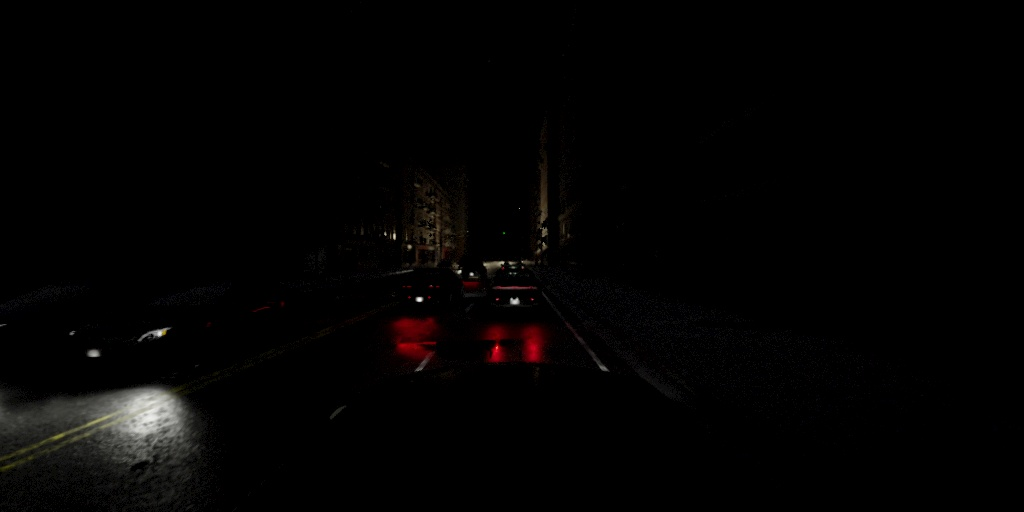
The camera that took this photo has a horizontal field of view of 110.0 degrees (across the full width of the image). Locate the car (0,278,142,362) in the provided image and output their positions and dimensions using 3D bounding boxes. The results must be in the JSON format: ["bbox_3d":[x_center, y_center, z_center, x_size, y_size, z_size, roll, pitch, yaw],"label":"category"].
[{"bbox_3d":[-9.855,1.263,8.287,1.812,1.442,4.674,0,0,0],"label":"car"}]

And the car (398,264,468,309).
[{"bbox_3d":[-3.158,1.227,14.666,1.837,1.490,4.892,0,0,0],"label":"car"}]

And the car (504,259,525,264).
[{"bbox_3d":[0.082,1.034,30.191,2.097,1.767,4.553,0,0,0],"label":"car"}]

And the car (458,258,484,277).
[{"bbox_3d":[-3.168,1.184,30.618,1.837,1.490,4.892,0,0,0],"label":"car"}]

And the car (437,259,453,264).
[{"bbox_3d":[-9.781,1.148,52.311,1.812,1.442,4.674,0,0,0],"label":"car"}]

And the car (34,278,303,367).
[{"bbox_3d":[-6.604,1.263,7.995,1.812,1.442,4.674,0,0,0],"label":"car"}]

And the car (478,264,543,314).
[{"bbox_3d":[0.091,1.216,13.616,2.128,1.511,4.902,0,0,0],"label":"car"}]

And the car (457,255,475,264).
[{"bbox_3d":[-6.531,0.835,52.282,2.150,2.045,5.566,0,0,0],"label":"car"}]
